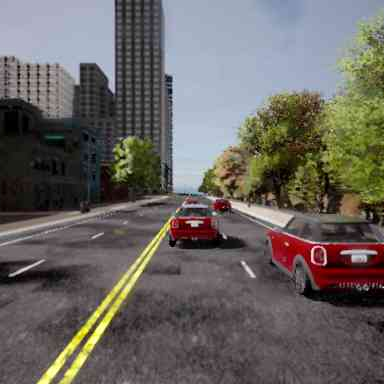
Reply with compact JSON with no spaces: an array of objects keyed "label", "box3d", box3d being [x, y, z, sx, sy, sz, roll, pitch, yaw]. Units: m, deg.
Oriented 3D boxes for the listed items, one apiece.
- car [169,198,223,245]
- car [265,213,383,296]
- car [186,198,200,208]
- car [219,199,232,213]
[{"label":"car","box3d":[0.106,1.355,15.584,2.097,1.767,4.553,0,0,0]},{"label":"car","box3d":[3.354,1.354,8.790,2.097,1.767,4.553,0,0,0]},{"label":"car","box3d":[0.118,1.567,47.740,1.994,1.385,4.181,0,0,0]},{"label":"car","box3d":[3.363,1.481,37.950,1.882,1.535,5.008,0,0,0]}]
